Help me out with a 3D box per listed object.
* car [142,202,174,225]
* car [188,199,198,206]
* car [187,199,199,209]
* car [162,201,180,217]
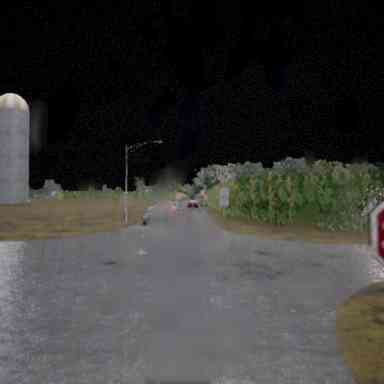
[{"bbox_3d":[-2.816,1.836,27.207,1.837,1.490,4.892,0,-1,2],"label":"car"},{"bbox_3d":[0.191,2.192,69.512,1.994,1.385,4.181,0,-1,0],"label":"car"},{"bbox_3d":[0.162,2.168,59.088,1.882,1.535,5.008,0,-1,0],"label":"car"},{"bbox_3d":[-2.742,1.800,37.238,2.097,1.767,4.553,0,-1,0],"label":"car"}]
